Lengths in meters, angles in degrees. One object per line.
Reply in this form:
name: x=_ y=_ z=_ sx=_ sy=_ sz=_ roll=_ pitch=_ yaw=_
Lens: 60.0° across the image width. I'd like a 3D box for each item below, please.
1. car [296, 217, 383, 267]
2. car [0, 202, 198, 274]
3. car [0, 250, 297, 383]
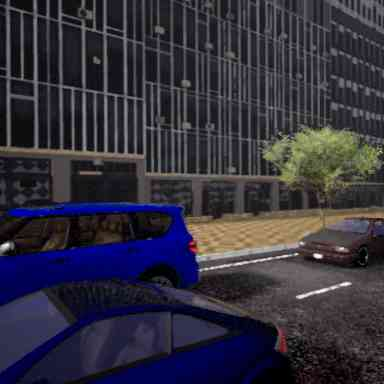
car: x=6.091 y=1.621 z=11.902 sx=5.357 sy=1.411 sz=2.033 roll=0 pitch=0 yaw=-36
car: x=-2.450 y=1.230 z=5.844 sx=5.566 sy=2.045 sz=2.150 roll=0 pitch=0 yaw=-35
car: x=-1.046 y=1.569 z=2.859 sx=4.181 sy=1.385 sz=1.994 roll=0 pitch=0 yaw=-35
